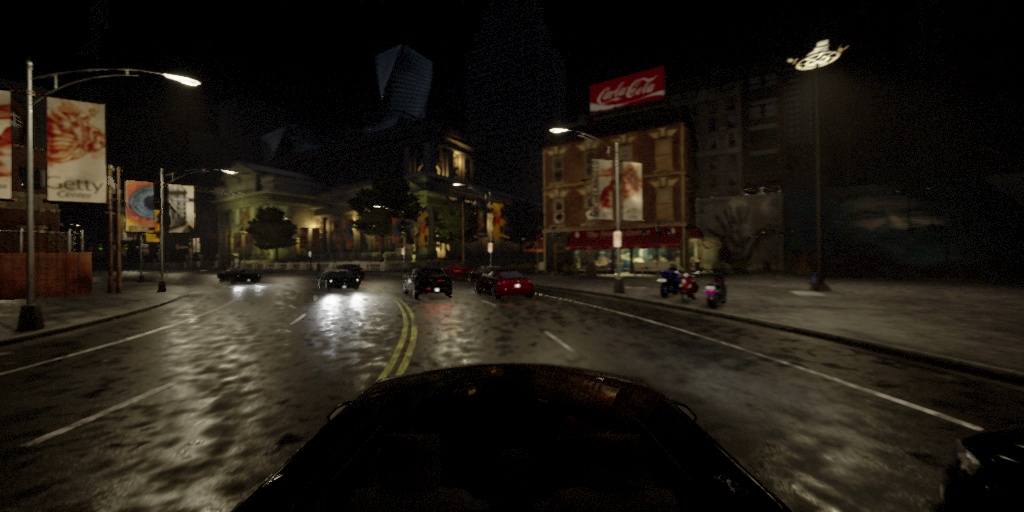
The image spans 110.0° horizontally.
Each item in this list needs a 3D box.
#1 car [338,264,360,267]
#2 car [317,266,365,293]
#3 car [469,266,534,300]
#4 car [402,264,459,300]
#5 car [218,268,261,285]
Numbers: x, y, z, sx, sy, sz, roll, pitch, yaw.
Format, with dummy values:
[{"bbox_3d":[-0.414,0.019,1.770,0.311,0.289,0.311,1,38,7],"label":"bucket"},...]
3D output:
[{"bbox_3d":[-15.441,1.521,33.409,4.892,1.490,1.837,-1,-1,44],"label":"car"},{"bbox_3d":[-11.180,1.540,23.046,1.895,1.301,4.718,-1,0,-35],"label":"car"},{"bbox_3d":[-0.510,1.354,18.344,1.994,1.385,4.181,-1,0,-23],"label":"car"},{"bbox_3d":[-4.514,1.344,18.830,1.837,1.490,4.892,0,0,-25],"label":"car"},{"bbox_3d":[-23.475,1.718,30.865,4.718,1.301,1.895,-1,0,36],"label":"car"}]
